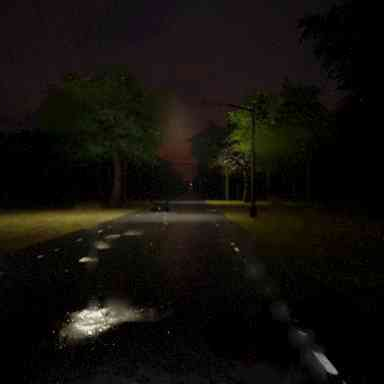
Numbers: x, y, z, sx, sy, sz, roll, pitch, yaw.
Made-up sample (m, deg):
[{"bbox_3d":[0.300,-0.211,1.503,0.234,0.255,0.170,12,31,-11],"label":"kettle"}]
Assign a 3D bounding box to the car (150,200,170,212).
[{"bbox_3d":[-3.606,1.620,38.563,1.994,1.385,4.181,0,0,0],"label":"car"}]
